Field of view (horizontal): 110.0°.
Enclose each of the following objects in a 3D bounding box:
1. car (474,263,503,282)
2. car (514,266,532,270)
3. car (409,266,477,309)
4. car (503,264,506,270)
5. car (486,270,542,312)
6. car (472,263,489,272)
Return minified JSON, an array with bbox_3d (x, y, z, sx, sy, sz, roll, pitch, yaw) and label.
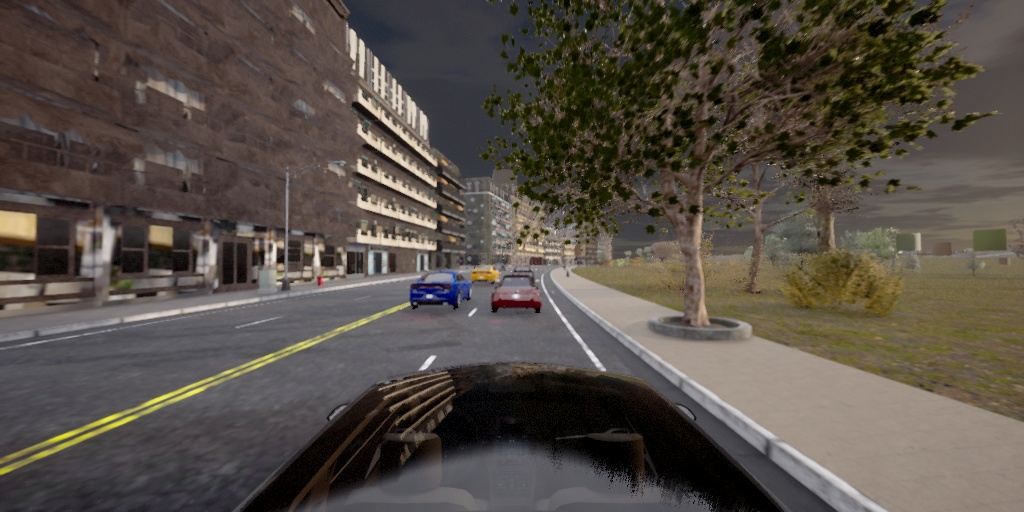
[{"bbox_3d":[-2.235,1.553,30.854,1.882,1.535,5.008,0,0,5],"label":"car"},{"bbox_3d":[0.949,1.557,29.920,2.128,1.511,4.902,0,-1,4],"label":"car"},{"bbox_3d":[-2.993,1.383,15.945,1.882,1.535,5.008,0,0,3],"label":"car"},{"bbox_3d":[-2.291,1.982,62.114,2.128,1.511,4.902,0,-1,9],"label":"car"},{"bbox_3d":[0.224,1.461,15.118,1.994,1.385,4.181,0,-1,2],"label":"car"},{"bbox_3d":[-5.500,1.998,62.560,1.837,1.490,4.892,0,-1,9],"label":"car"}]
